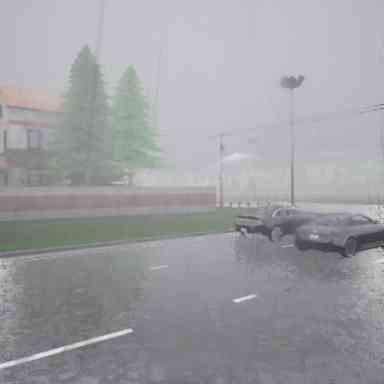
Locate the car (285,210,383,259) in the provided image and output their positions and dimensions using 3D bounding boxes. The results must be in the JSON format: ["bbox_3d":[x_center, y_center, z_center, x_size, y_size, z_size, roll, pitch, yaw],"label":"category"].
[{"bbox_3d":[5.697,1.448,12.301,4.181,1.385,1.994,-1,0,-36],"label":"car"}]

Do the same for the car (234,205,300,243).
[{"bbox_3d":[4.154,1.370,15.507,4.902,1.511,2.128,-1,0,-36],"label":"car"}]
